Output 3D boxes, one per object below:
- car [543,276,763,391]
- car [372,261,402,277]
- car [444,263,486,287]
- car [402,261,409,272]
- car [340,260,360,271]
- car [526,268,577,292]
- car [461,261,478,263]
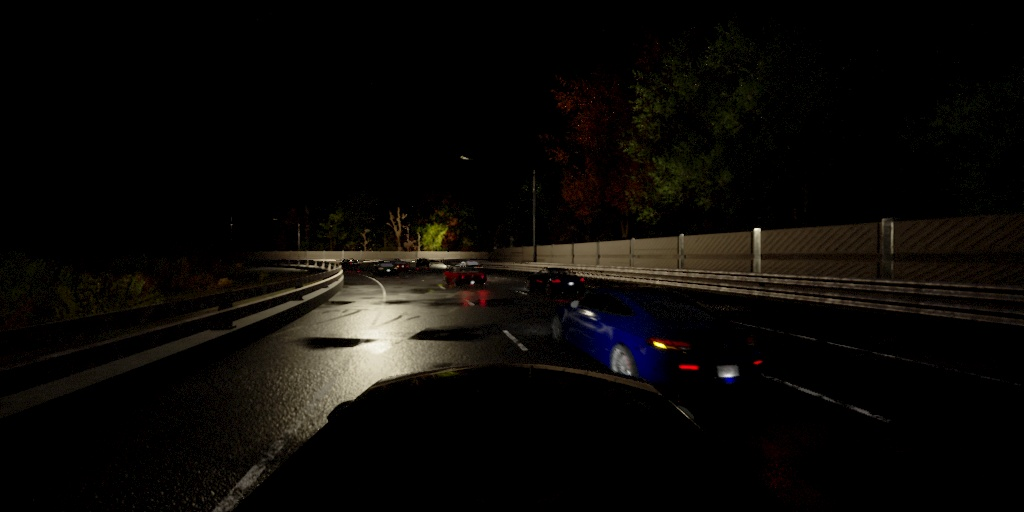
[{"bbox_3d":[2.219,1.279,6.743,1.812,1.442,4.674,0,0,-12],"label":"car"},{"bbox_3d":[-12.714,1.325,35.817,1.994,1.385,4.181,0,0,-29],"label":"car"},{"bbox_3d":[-3.338,1.360,24.601,1.895,1.301,4.718,0,0,-22],"label":"car"},{"bbox_3d":[-14.755,1.312,45.758,2.033,1.411,5.357,0,0,-35],"label":"car"},{"bbox_3d":[-23.200,1.255,51.015,2.128,1.511,4.902,0,0,-39],"label":"car"},{"bbox_3d":[2.235,1.323,19.303,1.994,1.385,4.181,0,0,-18],"label":"car"},{"bbox_3d":[-4.303,1.255,35.338,2.128,1.511,4.902,0,0,-25],"label":"car"}]
